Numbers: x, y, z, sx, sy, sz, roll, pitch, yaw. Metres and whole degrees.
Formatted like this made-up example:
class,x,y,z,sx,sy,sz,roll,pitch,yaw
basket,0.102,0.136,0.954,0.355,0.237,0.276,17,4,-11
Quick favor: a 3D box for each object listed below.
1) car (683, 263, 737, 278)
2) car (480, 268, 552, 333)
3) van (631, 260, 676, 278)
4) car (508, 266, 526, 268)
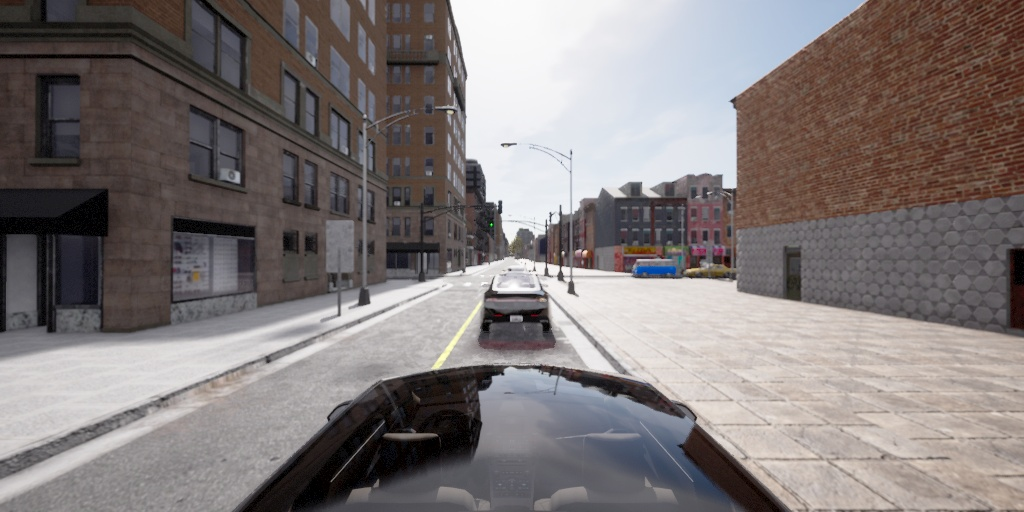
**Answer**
class,x,y,z,sx,sy,sz,roll,pitch,yaw
car,19.217,1.416,34.807,4.829,1.417,1.751,0,0,0
car,0.109,1.284,10.964,2.128,1.511,4.902,0,0,0
van,13.775,1.236,34.822,3.998,1.789,1.690,0,0,0
car,0.355,1.380,24.748,1.812,1.442,4.674,0,0,3
